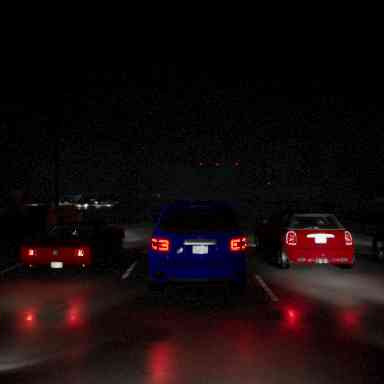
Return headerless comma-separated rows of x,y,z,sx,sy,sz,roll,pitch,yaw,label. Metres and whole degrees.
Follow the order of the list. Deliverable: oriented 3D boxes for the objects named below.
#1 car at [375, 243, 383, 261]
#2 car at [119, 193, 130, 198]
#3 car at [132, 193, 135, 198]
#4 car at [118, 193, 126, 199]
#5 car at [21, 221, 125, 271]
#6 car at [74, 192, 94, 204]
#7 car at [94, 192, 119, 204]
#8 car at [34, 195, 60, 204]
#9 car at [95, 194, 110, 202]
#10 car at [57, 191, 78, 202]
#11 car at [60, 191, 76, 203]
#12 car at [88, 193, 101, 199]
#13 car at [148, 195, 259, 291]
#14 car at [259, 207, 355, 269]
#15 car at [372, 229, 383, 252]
3.596,1.490,2.091,2.128,1.511,4.902,0,0,0,car
-14.654,1.215,68.094,2.033,1.411,5.357,0,0,-1,car
-14.768,1.152,78.578,2.033,1.411,5.357,0,0,-1,car
-18.859,1.044,90.072,1.837,1.490,4.892,0,0,-7,car
-3.479,1.585,10.776,1.895,1.301,4.718,0,0,0,car
-18.113,1.230,57.489,2.128,1.511,4.902,0,0,0,car
-14.630,0.960,57.391,2.150,2.045,5.566,0,0,-1,car
-25.104,1.288,57.104,2.033,1.411,5.357,0,0,0,car
-18.149,1.202,67.648,1.812,1.442,4.674,0,0,-1,car
-25.148,0.904,67.488,2.150,2.045,5.566,0,0,-1,car
-21.612,0.949,59.440,2.150,2.045,5.566,0,0,0,car
-25.656,1.098,87.726,2.033,1.411,5.357,0,0,-3,car
0.051,1.208,9.136,2.150,2.045,5.566,0,0,-2,car
3.516,1.336,11.234,2.097,1.767,4.553,0,0,0,car
7.027,1.478,9.334,2.128,1.511,4.902,0,0,0,car
